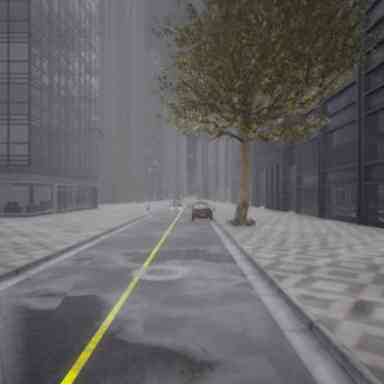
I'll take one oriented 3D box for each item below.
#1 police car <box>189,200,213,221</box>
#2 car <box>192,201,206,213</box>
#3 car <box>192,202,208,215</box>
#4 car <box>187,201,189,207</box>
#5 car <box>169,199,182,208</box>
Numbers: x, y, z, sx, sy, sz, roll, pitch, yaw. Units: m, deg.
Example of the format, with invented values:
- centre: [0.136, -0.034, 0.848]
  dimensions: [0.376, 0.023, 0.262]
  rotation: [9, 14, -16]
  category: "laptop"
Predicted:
- centre: [0.901, 1.769, 30.908]
  dimensions: [1.930, 1.638, 5.238]
  rotation: [0, -1, 0]
  category: "police car"
- centre: [0.901, 2.026, 46.798]
  dimensions: [1.882, 1.535, 5.008]
  rotation: [0, -1, 0]
  category: "car"
- centre: [0.901, 1.974, 40.797]
  dimensions: [1.837, 1.490, 4.892]
  rotation: [0, -1, 0]
  category: "car"
- centre: [0.002, 2.294, 66.922]
  dimensions: [1.882, 1.535, 5.008]
  rotation: [0, -1, 0]
  category: "car"
- centre: [-3.014, 2.299, 65.308]
  dimensions: [1.837, 1.490, 4.892]
  rotation: [0, -1, 0]
  category: "car"
